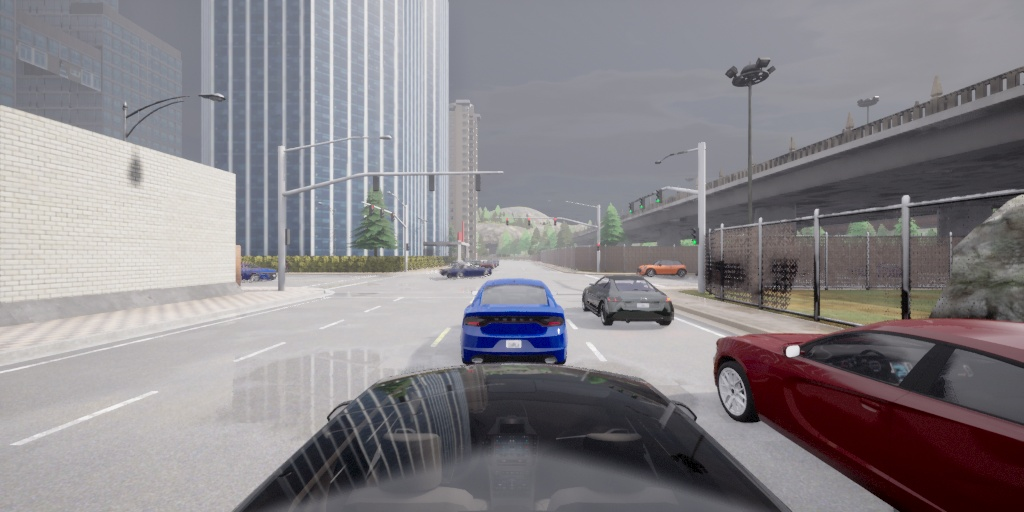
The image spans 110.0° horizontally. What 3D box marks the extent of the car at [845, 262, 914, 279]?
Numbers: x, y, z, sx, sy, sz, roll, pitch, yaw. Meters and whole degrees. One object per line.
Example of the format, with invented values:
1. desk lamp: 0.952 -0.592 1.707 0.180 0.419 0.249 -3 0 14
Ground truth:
1. car: 32.734 1.283 32.048 5.008 1.535 1.882 0 0 0

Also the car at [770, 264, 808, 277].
1. car: 26.391 1.406 35.539 4.718 1.301 1.895 0 0 0

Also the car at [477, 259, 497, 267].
1. car: -3.586 1.351 51.935 1.895 1.301 4.718 0 0 0

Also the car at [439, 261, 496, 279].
1. car: -4.097 1.381 32.440 4.718 1.301 1.895 0 0 -42

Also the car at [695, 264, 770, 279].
1. car: 19.395 1.353 32.025 5.357 1.411 2.033 0 0 0

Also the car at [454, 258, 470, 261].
1. car: -7.092 1.276 47.311 1.812 1.442 4.674 0 0 0

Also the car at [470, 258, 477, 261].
1. car: -7.086 1.102 56.176 2.097 1.767 4.553 0 0 0

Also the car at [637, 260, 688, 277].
1. car: 14.757 1.157 35.515 4.553 1.767 2.097 0 0 0

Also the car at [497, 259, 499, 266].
1. car: -3.574 1.351 61.099 1.895 1.301 4.718 0 0 0

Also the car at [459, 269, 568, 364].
1. car: 0.053 1.228 8.090 1.882 1.535 5.008 0 0 1

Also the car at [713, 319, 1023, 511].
1. car: 3.601 1.228 2.757 1.882 1.535 5.008 0 0 0

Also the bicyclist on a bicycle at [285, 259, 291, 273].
1. bicyclist on a bicycle: -25.301 1.106 40.213 0.582 1.620 1.656 0 0 0

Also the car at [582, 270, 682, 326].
1. car: 3.574 1.314 11.751 1.994 1.385 4.181 0 0 0

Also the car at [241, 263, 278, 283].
1. car: -21.219 1.283 28.240 5.008 1.535 1.882 0 0 0
